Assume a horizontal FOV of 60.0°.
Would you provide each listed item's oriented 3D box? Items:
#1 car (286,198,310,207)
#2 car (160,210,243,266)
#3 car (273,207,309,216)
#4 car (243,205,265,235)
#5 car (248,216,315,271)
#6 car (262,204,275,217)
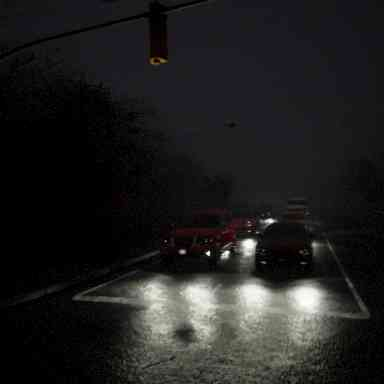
[{"bbox_3d":[11.357,1.709,35.651,2.150,2.045,5.566,-3,0,19],"label":"car"},{"bbox_3d":[0.532,1.859,14.619,2.150,2.045,5.566,-3,-2,19],"label":"car"},{"bbox_3d":[6.829,2.061,22.267,1.882,1.535,5.008,-3,-1,19],"label":"car"},{"bbox_3d":[3.621,2.105,23.710,2.097,1.767,4.553,-3,-1,19],"label":"car"},{"bbox_3d":[3.649,1.934,12.882,1.882,1.535,5.008,-3,-2,19],"label":"car"},{"bbox_3d":[8.264,2.151,37.362,1.837,1.490,4.892,-3,0,19],"label":"car"}]
